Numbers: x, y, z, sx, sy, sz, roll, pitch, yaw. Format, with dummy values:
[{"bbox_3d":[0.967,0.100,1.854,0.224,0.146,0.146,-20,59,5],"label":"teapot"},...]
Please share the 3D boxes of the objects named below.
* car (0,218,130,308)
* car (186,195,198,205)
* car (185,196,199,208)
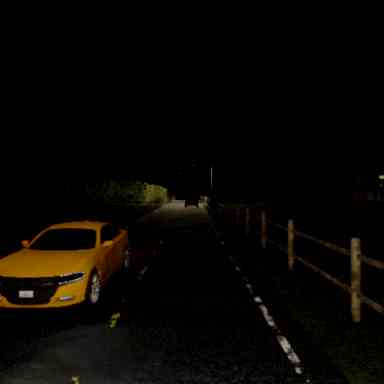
[{"bbox_3d":[-2.816,1.478,8.173,1.882,1.535,5.008,0,0,0],"label":"car"},{"bbox_3d":[-0.042,1.456,59.718,2.097,1.767,4.553,0,0,0],"label":"car"},{"bbox_3d":[-0.036,1.422,49.716,2.097,1.767,4.553,0,0,0],"label":"car"}]
